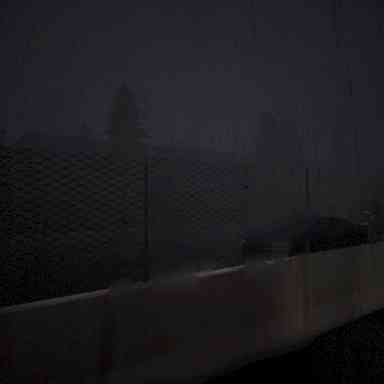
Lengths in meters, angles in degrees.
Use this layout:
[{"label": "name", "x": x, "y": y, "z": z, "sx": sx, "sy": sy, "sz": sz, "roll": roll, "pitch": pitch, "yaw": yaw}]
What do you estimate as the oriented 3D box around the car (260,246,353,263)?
[{"label": "car", "x": 3.842, "y": 1.499, "z": 11.032, "sx": 5.008, "sy": 1.535, "sz": 1.882, "roll": 0, "pitch": 0, "yaw": -35}]
